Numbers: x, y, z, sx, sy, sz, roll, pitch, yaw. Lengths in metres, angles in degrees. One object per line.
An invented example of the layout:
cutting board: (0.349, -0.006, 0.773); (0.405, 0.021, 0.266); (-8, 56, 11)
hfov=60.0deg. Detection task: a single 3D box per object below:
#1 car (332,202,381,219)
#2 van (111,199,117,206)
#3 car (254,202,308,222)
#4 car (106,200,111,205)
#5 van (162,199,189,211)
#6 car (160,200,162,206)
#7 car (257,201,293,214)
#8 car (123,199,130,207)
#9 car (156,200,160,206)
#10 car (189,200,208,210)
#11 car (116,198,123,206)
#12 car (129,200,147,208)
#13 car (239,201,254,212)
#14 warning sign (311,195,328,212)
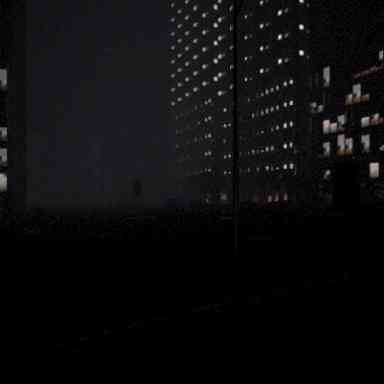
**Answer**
car: (14.877, 1.630, 30.298); (2.008, 1.369, 4.403); (-1, 0, -26)
van: (-16.929, 2.391, 77.439); (1.690, 1.788, 3.998); (-1, 0, -26)
car: (7.316, 1.651, 26.685); (2.008, 1.369, 4.403); (-1, 0, -26)
car: (-21.772, 2.794, 87.588); (1.887, 1.381, 4.507); (-1, 0, -26)
van: (-2.386, 1.811, 46.989); (1.690, 1.788, 3.998); (-1, 0, -26)
car: (-3.933, 2.319, 63.466); (1.895, 1.301, 4.718); (0, -1, -26)
car: (10.029, 1.828, 40.449); (1.947, 1.339, 4.313); (-1, 0, -26)
car: (-12.004, 2.376, 67.135); (1.752, 1.417, 4.829); (-1, 0, -26)
car: (-6.938, 2.512, 75.975); (1.802, 1.307, 4.206); (-1, 0, -26)
car: (0.793, 2.010, 53.657); (1.882, 1.535, 5.008); (0, -1, -25)
car: (-14.501, 2.496, 72.363); (1.887, 1.381, 4.507); (-1, 0, -26)
car: (-9.653, 2.307, 62.213); (2.008, 1.369, 4.403); (-1, 0, -26)
car: (7.605, 1.920, 45.524); (1.947, 1.339, 4.313); (-1, 0, -26)
warning sign: (14.253, 1.293, 37.178); (1.300, 1.860, 1.060); (1, 0, -26)
